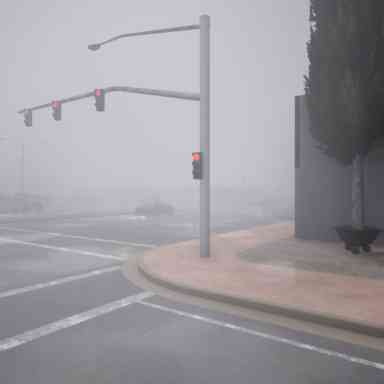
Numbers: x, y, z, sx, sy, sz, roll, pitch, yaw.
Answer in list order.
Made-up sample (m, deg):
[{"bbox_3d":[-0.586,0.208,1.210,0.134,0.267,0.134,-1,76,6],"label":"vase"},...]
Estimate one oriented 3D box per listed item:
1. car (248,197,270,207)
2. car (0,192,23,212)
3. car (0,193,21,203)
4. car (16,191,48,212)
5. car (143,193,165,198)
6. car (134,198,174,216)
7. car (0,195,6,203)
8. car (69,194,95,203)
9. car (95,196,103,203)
[{"bbox_3d":[10.336,1.522,50.720,1.812,1.442,4.674,0,0,37],"label":"car"},{"bbox_3d":[-19.837,1.147,34.230,4.605,1.855,1.932,0,0,35],"label":"car"},{"bbox_3d":[-36.554,1.142,66.913,4.605,1.855,1.932,0,0,35],"label":"car"},{"bbox_3d":[-18.116,1.150,36.557,3.866,1.878,1.905,0,0,35],"label":"car"},{"bbox_3d":[-6.773,1.150,52.571,3.866,1.878,1.905,0,0,35],"label":"car"},{"bbox_3d":[-3.604,1.560,32.248,1.994,1.385,4.181,0,0,37],"label":"car"},{"bbox_3d":[-38.068,1.352,64.697,3.905,1.438,1.784,0,0,35],"label":"car"},{"bbox_3d":[-21.063,1.144,62.708,4.605,1.855,1.932,0,0,35],"label":"car"},{"bbox_3d":[-19.332,1.355,65.031,3.905,1.438,1.784,0,0,35],"label":"car"}]
